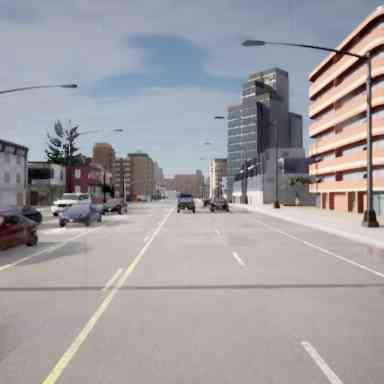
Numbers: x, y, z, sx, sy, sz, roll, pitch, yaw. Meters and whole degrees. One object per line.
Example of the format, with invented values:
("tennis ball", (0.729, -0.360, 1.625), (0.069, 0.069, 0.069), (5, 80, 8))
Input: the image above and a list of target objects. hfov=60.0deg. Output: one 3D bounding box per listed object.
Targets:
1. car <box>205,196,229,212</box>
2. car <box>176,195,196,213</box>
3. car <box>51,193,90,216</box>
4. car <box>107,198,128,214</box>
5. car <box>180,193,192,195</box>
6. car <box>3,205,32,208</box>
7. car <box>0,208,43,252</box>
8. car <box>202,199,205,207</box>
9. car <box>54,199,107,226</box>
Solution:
("car", (2.913, 1.374, 36.465), (2.128, 1.511, 4.902), (0, 0, -1))
("car", (-0.604, 1.391, 35.491), (1.837, 1.490, 4.892), (0, 0, -1))
("car", (-11.147, 1.127, 31.257), (2.150, 2.045, 5.566), (0, 0, 0))
("car", (-7.674, 1.402, 33.218), (1.837, 1.490, 4.892), (0, 0, -1))
("car", (-0.870, 1.108, 47.534), (2.150, 2.045, 5.566), (0, 0, -1))
("car", (-10.976, 1.521, 20.641), (1.994, 1.385, 4.181), (0, 0, -1))
("car", (-7.322, 1.520, 12.234), (1.812, 1.442, 4.674), (0, 0, -1))
("car", (2.623, 1.385, 48.770), (2.128, 1.511, 4.902), (0, -1, -1))
("car", (-7.514, 1.472, 22.896), (1.812, 1.442, 4.674), (0, 0, -1))
